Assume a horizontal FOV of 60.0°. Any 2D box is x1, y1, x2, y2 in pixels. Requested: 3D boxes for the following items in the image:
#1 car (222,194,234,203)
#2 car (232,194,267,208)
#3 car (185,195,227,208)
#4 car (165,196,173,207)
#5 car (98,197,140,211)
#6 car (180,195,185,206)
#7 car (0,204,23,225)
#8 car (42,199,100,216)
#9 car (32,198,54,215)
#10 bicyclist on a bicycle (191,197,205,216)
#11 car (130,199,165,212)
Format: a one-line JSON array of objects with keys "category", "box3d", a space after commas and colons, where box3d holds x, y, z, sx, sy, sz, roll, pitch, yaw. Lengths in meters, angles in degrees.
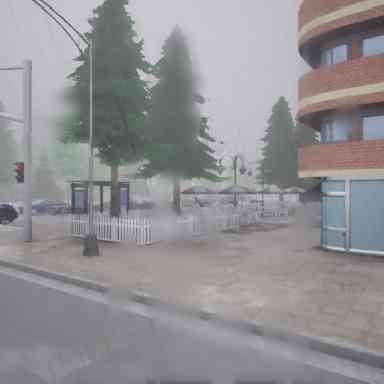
[{"category": "car", "box3d": [6.058, 1.166, 54.934, 5.566, 2.045, 2.150, 0, 0, -31]}, {"category": "car", "box3d": [7.998, 1.436, 43.355, 4.902, 1.511, 2.128, 0, 0, -40]}, {"category": "car", "box3d": [1.842, 1.436, 42.406, 2.128, 1.511, 4.902, 0, 0, 43]}, {"category": "car", "box3d": [-2.237, 1.296, 48.337, 4.553, 1.767, 2.097, 0, 0, -43]}, {"category": "car", "box3d": [-8.832, 1.422, 40.636, 1.882, 1.535, 5.008, 0, 0, 38]}, {"category": "car", "box3d": [0.830, 1.508, 46.488, 4.181, 1.385, 1.994, 0, 0, -43]}, {"category": "car", "box3d": [-14.194, 1.167, 21.217, 2.150, 2.045, 5.566, 0, 0, 36]}, {"category": "car", "box3d": [-11.254, 1.545, 31.572, 1.895, 1.301, 4.718, 0, 0, 36]}, {"category": "car", "box3d": [-14.551, 1.422, 32.967, 1.882, 1.535, 5.008, 0, 0, 36]}, {"category": "bicyclist on a bicycle", "box3d": [0.434, 1.245, 27.308, 1.656, 1.620, 0.582, 0, 0, 36]}, {"category": "car", "box3d": [-5.784, 1.545, 38.931, 1.895, 1.301, 4.718, 0, 0, 37]}]
